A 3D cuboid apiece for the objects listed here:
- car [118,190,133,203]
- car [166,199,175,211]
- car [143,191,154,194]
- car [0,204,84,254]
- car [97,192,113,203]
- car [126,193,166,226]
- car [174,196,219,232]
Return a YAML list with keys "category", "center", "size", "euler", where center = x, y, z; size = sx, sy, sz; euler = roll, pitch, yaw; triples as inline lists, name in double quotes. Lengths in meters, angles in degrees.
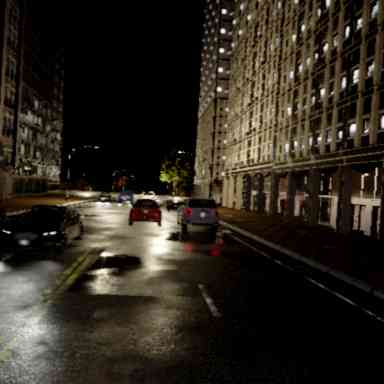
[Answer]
- category: "car"
  center: [-10.370, 0.750, 52.690]
  size: [2.150, 2.045, 5.566]
  euler: [3, 0, -7]
- category: "car"
  center: [-2.104, 1.548, 40.093]
  size: [1.994, 1.385, 4.181]
  euler: [3, 0, -7]
- category: "car"
  center: [-6.816, 0.953, 51.753]
  size: [2.150, 2.045, 5.566]
  euler: [3, 0, -7]
- category: "car"
  center: [-5.274, 1.220, 12.298]
  size: [2.128, 1.511, 4.902]
  euler: [3, 0, -7]
- category: "car"
  center: [-13.610, 0.831, 52.332]
  size: [2.128, 1.511, 4.902]
  euler: [3, 0, -7]
- category: "car"
  center: [-3.120, 1.234, 22.695]
  size: [2.097, 1.767, 4.553]
  euler: [3, 0, -7]
- category: "car"
  center: [0.291, 1.301, 21.271]
  size: [2.150, 2.045, 5.566]
  euler: [3, 0, -7]
